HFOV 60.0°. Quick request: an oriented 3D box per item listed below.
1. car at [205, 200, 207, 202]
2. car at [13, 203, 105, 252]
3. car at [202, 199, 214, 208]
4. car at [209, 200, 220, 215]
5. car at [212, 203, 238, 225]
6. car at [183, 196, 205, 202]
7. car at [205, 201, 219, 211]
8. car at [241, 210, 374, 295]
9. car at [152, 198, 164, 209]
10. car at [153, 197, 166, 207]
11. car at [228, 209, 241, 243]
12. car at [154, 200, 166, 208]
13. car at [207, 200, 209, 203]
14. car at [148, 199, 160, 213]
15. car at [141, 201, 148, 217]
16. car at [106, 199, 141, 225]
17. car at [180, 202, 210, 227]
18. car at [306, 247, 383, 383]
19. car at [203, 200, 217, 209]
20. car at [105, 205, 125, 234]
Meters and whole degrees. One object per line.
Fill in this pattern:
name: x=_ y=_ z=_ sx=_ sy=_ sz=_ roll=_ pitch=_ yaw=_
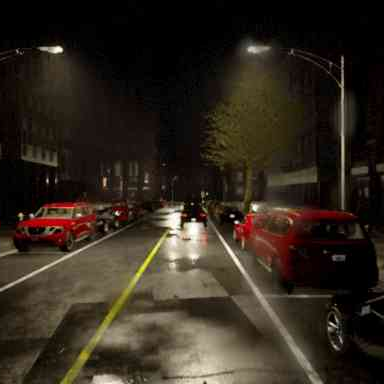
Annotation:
car: x=2.870 y=1.762 z=42.686 sx=1.967 sy=1.590 sz=4.097 roll=0 pitch=0 yaw=0
car: x=-5.665 y=1.421 z=14.501 sx=2.192 sy=1.841 sz=5.009 roll=0 pitch=0 yaw=0
car: x=2.875 y=2.036 z=59.603 sx=1.947 sy=1.339 sz=4.313 roll=0 pitch=-1 yaw=0
car: x=2.866 y=1.759 z=31.577 sx=1.752 sy=1.417 sz=4.829 roll=0 pitch=0 yaw=0
car: x=2.865 y=1.755 z=25.766 sx=1.947 sy=1.339 sz=4.313 roll=0 pitch=0 yaw=0
car: x=0.112 y=1.527 z=40.594 sx=2.150 sy=2.045 sz=5.566 roll=0 pitch=0 yaw=1
car: x=2.872 y=1.952 z=48.323 sx=1.802 sy=1.307 sz=4.206 roll=0 pitch=0 yaw=0
car: x=2.859 y=1.380 z=8.850 sx=2.192 sy=1.841 sz=5.009 roll=0 pitch=0 yaw=0
car: x=-5.654 y=1.936 z=48.330 sx=1.947 sy=1.339 sz=4.313 roll=0 pitch=0 yaw=0
car: x=-5.653 y=1.734 z=53.970 sx=2.192 sy=1.841 sz=5.009 roll=0 pitch=0 yaw=0
car: x=2.861 y=1.651 z=14.488 sx=1.887 sy=1.381 sz=4.507 roll=0 pitch=0 yaw=0
car: x=-5.650 y=2.052 z=59.607 sx=1.802 sy=1.307 sz=4.206 roll=0 pitch=-1 yaw=0
car: x=2.868 y=1.858 z=37.045 sx=1.802 sy=1.307 sz=4.206 roll=0 pitch=0 yaw=0
car: x=-5.656 y=1.888 z=42.692 sx=1.947 sy=1.339 sz=4.313 roll=0 pitch=0 yaw=0
car: x=-5.659 y=1.777 z=31.415 sx=1.887 sy=1.381 sz=4.507 roll=0 pitch=0 yaw=0
car: x=-5.661 y=1.504 z=25.777 sx=2.192 sy=1.841 sz=5.009 roll=0 pitch=0 yaw=0
car: x=0.109 y=1.704 z=24.315 sx=1.812 sy=1.442 sz=4.674 roll=0 pitch=-1 yaw=0
car: x=2.857 y=1.590 z=3.208 sx=1.947 sy=1.339 sz=4.313 roll=0 pitch=0 yaw=0
car: x=2.873 y=1.985 z=53.962 sx=1.947 sy=1.339 sz=4.313 roll=0 pitch=-1 yaw=0
car: x=-5.662 y=1.713 z=20.138 sx=1.947 sy=1.339 sz=4.313 roll=0 pitch=0 yaw=0
